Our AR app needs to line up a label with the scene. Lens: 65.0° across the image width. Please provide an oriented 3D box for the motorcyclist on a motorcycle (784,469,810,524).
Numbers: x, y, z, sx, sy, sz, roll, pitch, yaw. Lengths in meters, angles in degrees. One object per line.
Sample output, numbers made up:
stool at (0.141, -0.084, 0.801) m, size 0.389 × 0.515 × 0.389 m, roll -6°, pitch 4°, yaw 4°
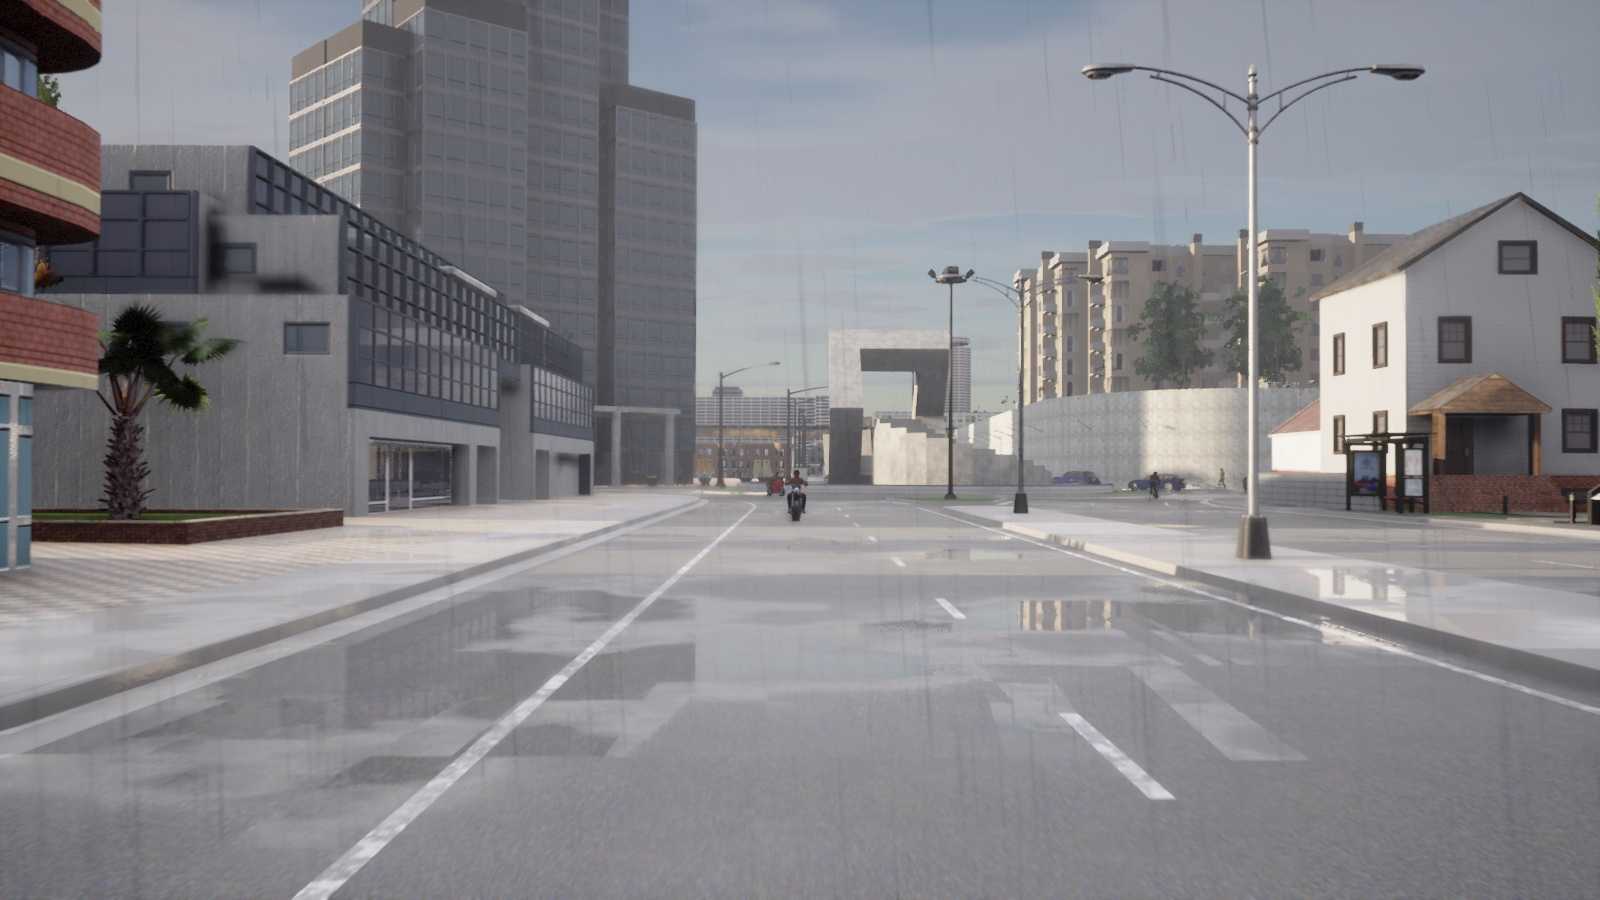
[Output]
motorcyclist on a motorcycle at (-0.095, 1.423, 39.270) m, size 0.766 × 1.649 × 2.350 m, roll 0°, pitch -1°, yaw 0°

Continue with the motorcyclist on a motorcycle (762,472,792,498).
motorcyclist on a motorcycle at (-1.385, 2.061, 75.197) m, size 0.797 × 1.523 × 2.044 m, roll 0°, pitch -1°, yaw -34°
